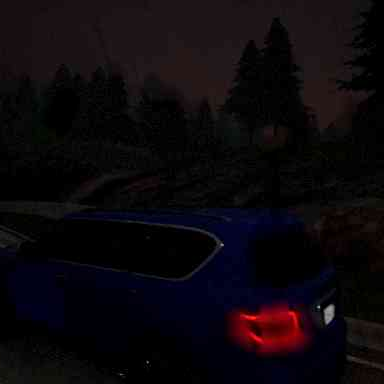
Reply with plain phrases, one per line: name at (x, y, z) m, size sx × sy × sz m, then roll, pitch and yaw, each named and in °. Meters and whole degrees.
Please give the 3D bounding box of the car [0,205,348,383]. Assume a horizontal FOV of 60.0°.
car at (-0.856, 1.208, 4.716) m, size 5.566 × 2.045 × 2.150 m, roll 0°, pitch 0°, yaw 37°
